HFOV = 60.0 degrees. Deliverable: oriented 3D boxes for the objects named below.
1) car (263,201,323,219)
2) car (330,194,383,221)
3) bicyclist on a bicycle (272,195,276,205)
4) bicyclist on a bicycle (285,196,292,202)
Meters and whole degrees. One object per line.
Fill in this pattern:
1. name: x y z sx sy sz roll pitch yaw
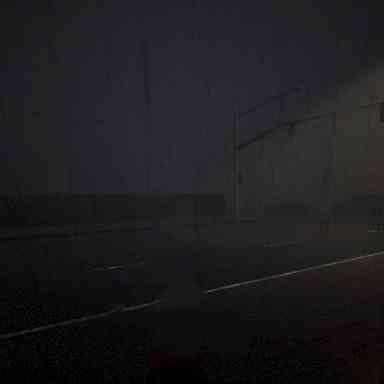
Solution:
1. car: 8.870 1.547 29.641 2.033 1.411 5.357 0 0 -36
2. car: 14.533 1.221 27.919 2.150 2.045 5.566 0 0 -38
3. bicyclist on a bicycle: 13.420 1.300 54.421 0.582 1.620 1.656 0 0 21
4. bicyclist on a bicycle: 14.422 1.453 49.513 1.656 1.620 0.582 0 0 -23
